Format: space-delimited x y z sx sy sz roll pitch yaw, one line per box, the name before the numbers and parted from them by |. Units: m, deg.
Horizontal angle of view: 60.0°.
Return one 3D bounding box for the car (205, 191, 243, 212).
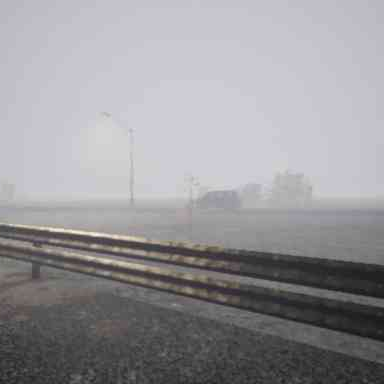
car | 2.162 0.897 32.565 5.566 2.045 2.150 0 0 13
